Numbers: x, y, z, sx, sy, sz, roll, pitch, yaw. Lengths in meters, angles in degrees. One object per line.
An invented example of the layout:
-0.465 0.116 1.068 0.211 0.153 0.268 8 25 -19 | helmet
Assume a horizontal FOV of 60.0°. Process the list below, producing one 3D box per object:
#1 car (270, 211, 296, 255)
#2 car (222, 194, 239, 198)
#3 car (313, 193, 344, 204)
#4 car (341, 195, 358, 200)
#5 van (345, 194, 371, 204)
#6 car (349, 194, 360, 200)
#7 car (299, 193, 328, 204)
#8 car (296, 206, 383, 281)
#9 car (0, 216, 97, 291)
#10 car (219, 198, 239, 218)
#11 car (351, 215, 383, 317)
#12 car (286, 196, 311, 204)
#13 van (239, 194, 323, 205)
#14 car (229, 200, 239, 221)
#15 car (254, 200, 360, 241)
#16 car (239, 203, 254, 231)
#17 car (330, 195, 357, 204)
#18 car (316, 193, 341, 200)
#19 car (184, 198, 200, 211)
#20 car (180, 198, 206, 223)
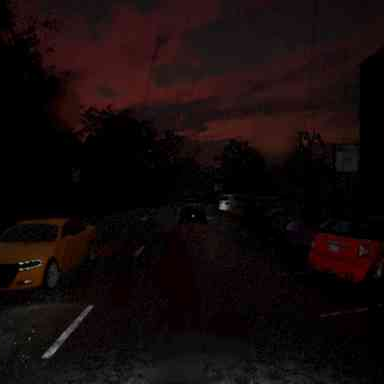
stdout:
5.363 1.533 11.542 4.674 1.452 2.002 1 0 -20 | car
5.360 1.269 32.591 5.566 2.045 2.435 1 0 -20 | car
26.969 1.331 65.788 2.435 2.045 5.566 1 -1 -22 | car
21.222 1.581 48.717 2.163 1.488 4.792 -1 1 -22 | car
32.944 1.361 66.076 1.878 1.987 4.442 0 -1 -22 | van
24.188 1.302 48.801 2.435 2.045 5.566 -1 1 -22 | car
23.908 1.330 65.748 2.435 2.045 5.566 0 -1 -21 | car
5.327 1.364 8.534 4.553 1.767 2.185 1 0 -20 | car
-4.120 1.482 9.242 1.882 1.535 5.008 0 0 0 | car
5.178 1.506 26.498 5.366 1.575 1.946 1 0 -20 | car
5.323 1.361 5.532 4.553 1.767 2.185 1 0 -20 | car
20.886 1.609 65.662 2.163 1.488 4.792 0 -1 -21 | car
5.473 1.280 20.599 4.442 1.987 1.878 1 0 -20 | van
5.364 1.548 23.556 4.674 1.452 2.002 1 0 -20 | car
5.398 1.371 14.551 4.553 1.767 2.185 1 0 -20 | car
5.356 1.500 17.554 5.008 1.535 2.097 1 0 -20 | car
29.964 1.459 65.920 2.185 1.767 4.553 1 -1 -22 | car
18.307 1.300 48.599 2.435 2.045 5.566 0 1 -21 | car
0.013 1.555 42.578 1.837 1.490 4.892 0 0 2 | car
0.075 1.502 25.456 1.882 1.535 5.008 0 0 0 | car
